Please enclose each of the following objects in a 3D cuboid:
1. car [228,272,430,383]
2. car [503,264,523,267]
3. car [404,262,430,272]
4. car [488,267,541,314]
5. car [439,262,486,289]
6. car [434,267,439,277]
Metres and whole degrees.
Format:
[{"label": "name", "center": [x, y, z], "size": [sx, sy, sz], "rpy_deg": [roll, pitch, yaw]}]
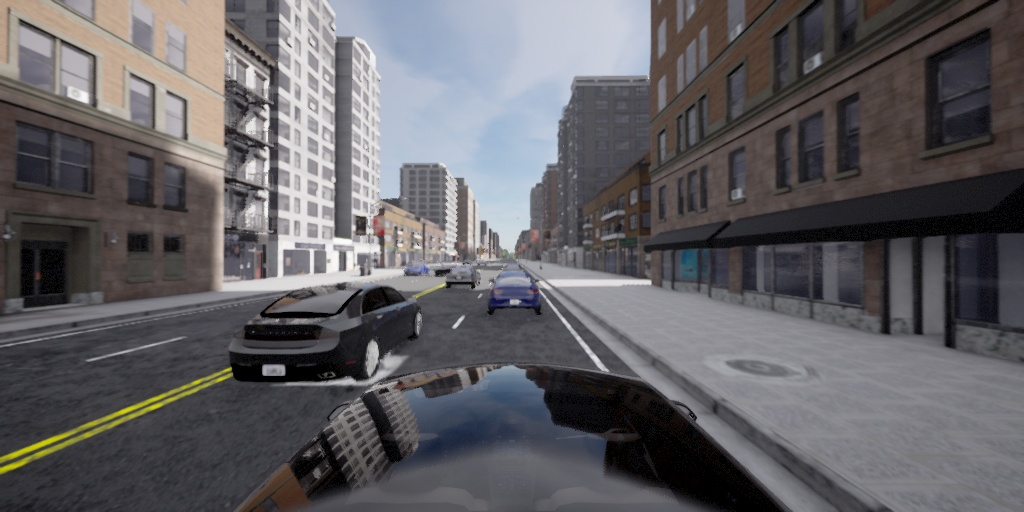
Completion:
[{"label": "car", "center": [-3.176, 1.271, 7.220], "size": [1.837, 1.490, 4.892], "rpy_deg": [0, 0, 0]}, {"label": "car", "center": [0.093, 1.403, 34.005], "size": [1.994, 1.385, 4.181], "rpy_deg": [0, 0, 0]}, {"label": "car", "center": [-9.855, 1.374, 37.527], "size": [1.812, 1.442, 4.674], "rpy_deg": [0, 0, 0]}, {"label": "car", "center": [0.090, 1.307, 13.777], "size": [1.812, 1.442, 4.674], "rpy_deg": [0, 0, 0]}, {"label": "car", "center": [-3.168, 1.358, 23.973], "size": [2.033, 1.411, 5.357], "rpy_deg": [0, 0, 0]}, {"label": "car", "center": [-6.601, 1.447, 36.641], "size": [1.895, 1.301, 4.718], "rpy_deg": [0, 0, 0]}]
